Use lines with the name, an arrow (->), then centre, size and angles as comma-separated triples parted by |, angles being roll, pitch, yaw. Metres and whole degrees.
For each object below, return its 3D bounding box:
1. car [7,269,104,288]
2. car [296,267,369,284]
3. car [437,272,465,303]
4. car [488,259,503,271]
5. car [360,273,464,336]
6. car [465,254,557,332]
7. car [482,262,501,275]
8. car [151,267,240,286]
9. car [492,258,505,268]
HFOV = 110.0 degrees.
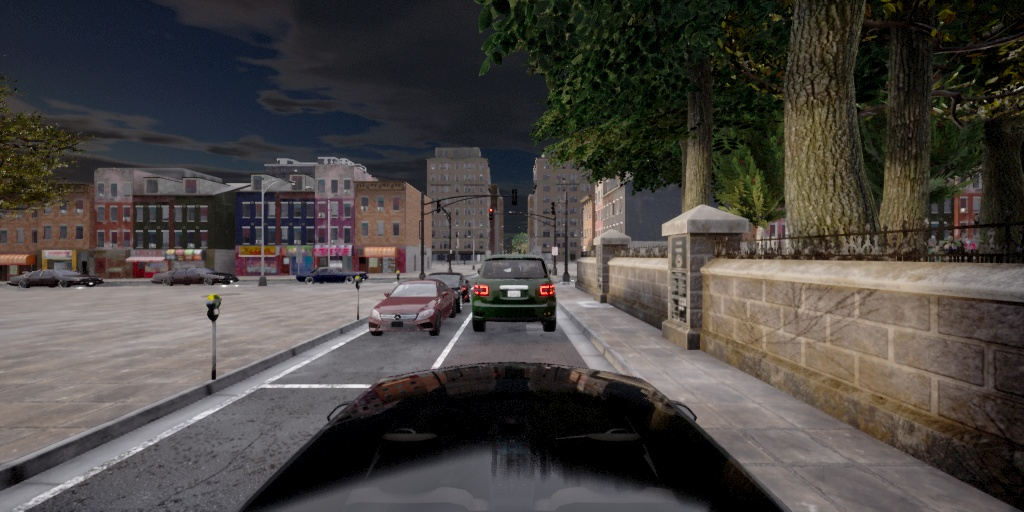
car -> -34.135, 1.720, 26.847 | 5.357, 1.411, 2.033 | -1, 0, 1
car -> -13.357, 1.480, 26.900 | 4.718, 1.301, 1.895 | -1, 0, 0
car -> -2.637, 1.316, 13.999 | 1.948, 1.339, 4.313 | 0, 0, 0
car -> -2.291, 1.219, 51.198 | 1.882, 1.535, 5.008 | 0, 0, 0
car -> -2.637, 1.332, 10.336 | 1.802, 1.307, 4.207 | 0, 0, 0
car -> 0.076, 0.971, 11.015 | 2.150, 2.045, 5.566 | 0, 0, 1
car -> -2.278, 1.344, 40.785 | 1.895, 1.301, 4.718 | 0, 0, 0
car -> -23.690, 1.556, 26.867 | 5.357, 1.411, 2.033 | -1, 0, 0
car -> -2.280, 1.217, 61.640 | 1.882, 1.535, 5.008 | 0, 0, 0
